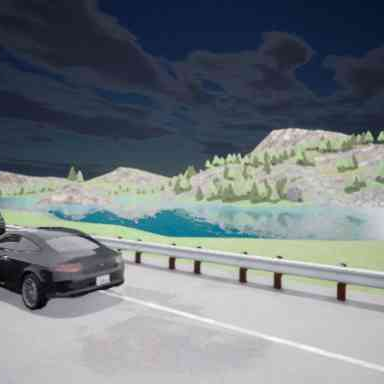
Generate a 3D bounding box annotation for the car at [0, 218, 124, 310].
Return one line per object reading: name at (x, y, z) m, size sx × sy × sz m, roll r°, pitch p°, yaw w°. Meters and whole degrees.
car at (-3.574, 1.527, 7.782) m, size 4.674 × 1.442 × 1.812 m, roll 0°, pitch 0°, yaw 36°

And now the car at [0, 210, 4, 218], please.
car at (-8.445, 1.213, 11.335) m, size 5.566 × 2.045 × 2.150 m, roll 0°, pitch 0°, yaw 36°
